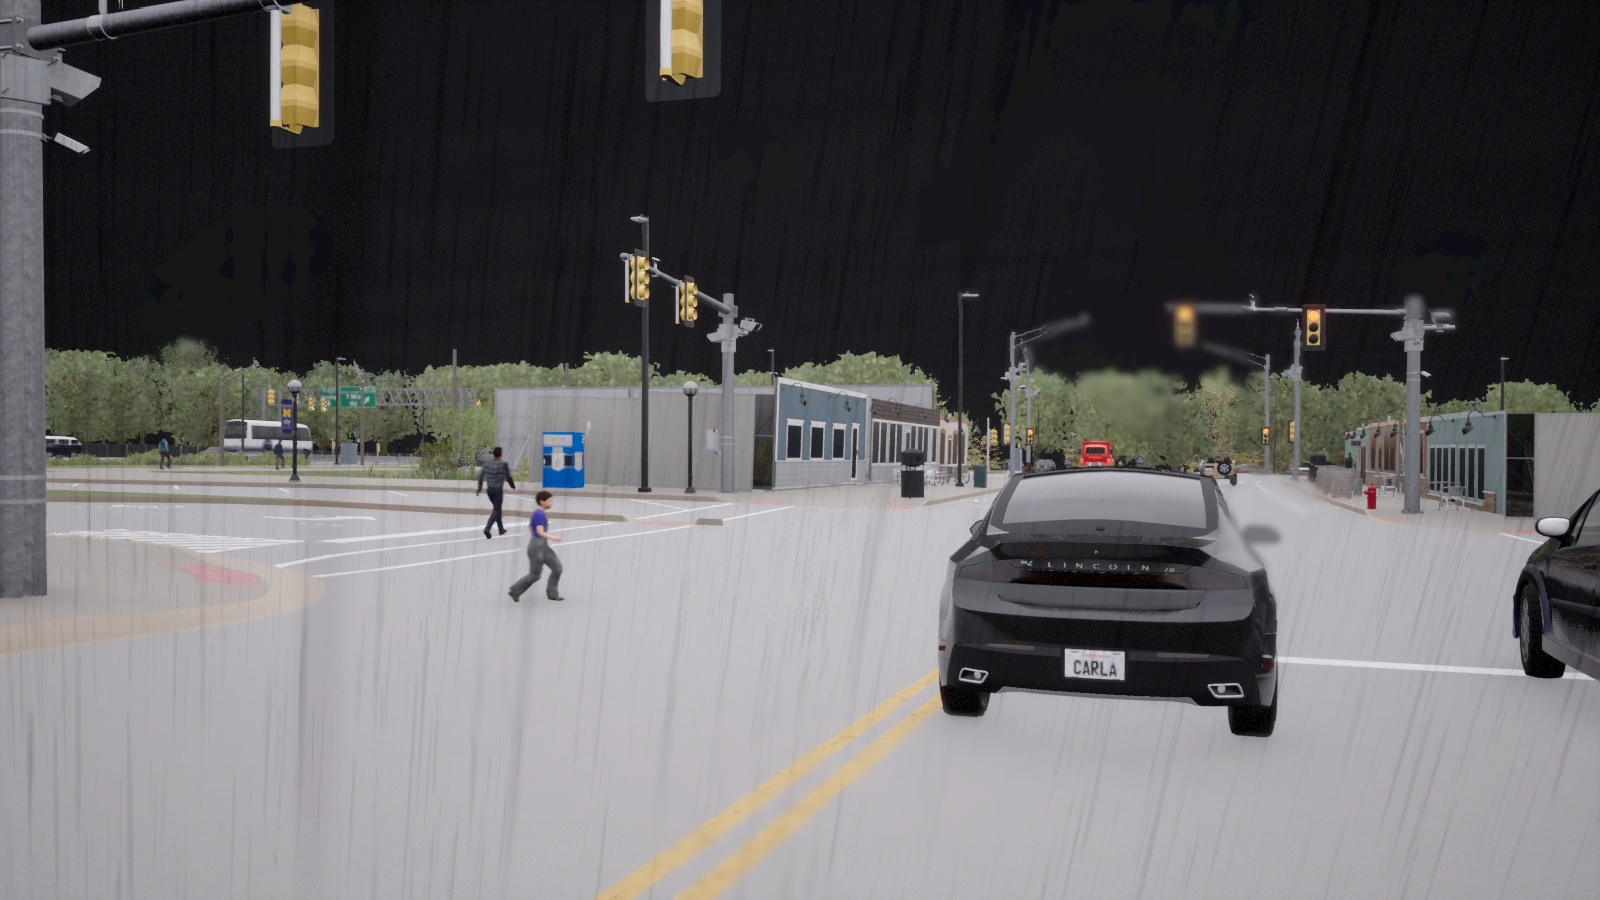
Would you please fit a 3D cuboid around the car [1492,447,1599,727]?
[{"bbox_3d":[5.806,0.822,7.885,1.851,1.617,3.988,1,-1,18],"label":"car"}]

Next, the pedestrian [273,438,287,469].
[{"bbox_3d":[-30.781,0.210,74.327,0.402,1.842,0.726,1,1,17],"label":"pedestrian"}]

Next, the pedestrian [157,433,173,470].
[{"bbox_3d":[-33.517,0.070,66.284,0.396,1.930,0.692,1,1,17],"label":"pedestrian"}]

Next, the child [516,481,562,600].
[{"bbox_3d":[-2.810,0.972,13.536,0.437,1.263,0.270,0,1,-1],"label":"child"}]

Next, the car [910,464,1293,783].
[{"bbox_3d":[2.155,0.886,8.577,1.837,1.490,4.892,1,-1,17],"label":"car"}]

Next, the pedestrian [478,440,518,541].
[{"bbox_3d":[-5.971,0.781,24.820,0.423,1.949,0.788,1,1,16],"label":"pedestrian"}]

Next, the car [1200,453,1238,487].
[{"bbox_3d":[23.680,1.097,71.104,1.932,1.855,4.605,1,0,17],"label":"car"}]

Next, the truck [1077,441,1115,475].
[{"bbox_3d":[22.612,0.593,95.892,2.627,2.467,5.204,1,0,15],"label":"truck"}]
